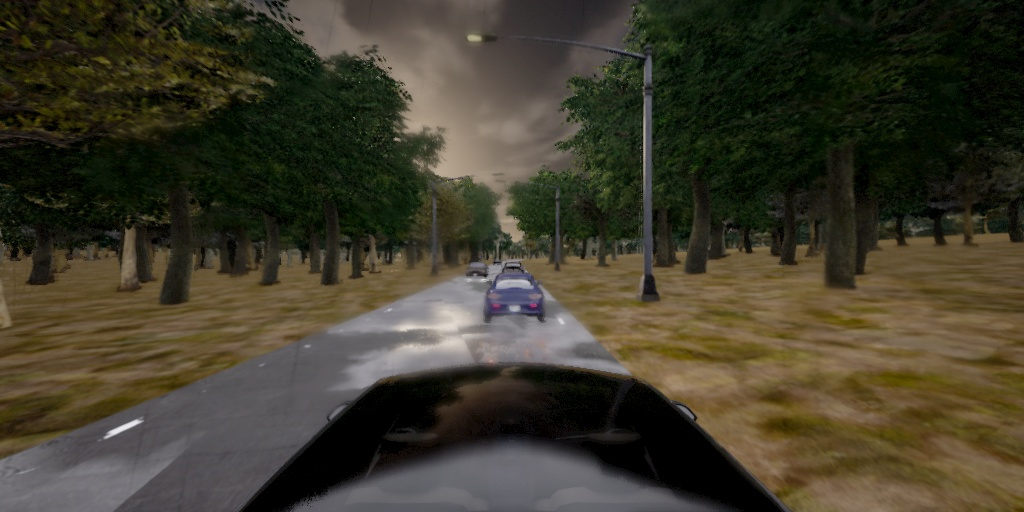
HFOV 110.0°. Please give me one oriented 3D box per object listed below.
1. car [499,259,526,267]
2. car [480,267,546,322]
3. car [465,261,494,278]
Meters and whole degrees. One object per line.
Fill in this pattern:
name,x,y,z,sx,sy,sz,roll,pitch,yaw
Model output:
car,0.096,1.227,30.042,1.837,1.490,4.892,0,0,0
car,0.093,1.261,12.066,1.812,1.442,4.674,0,0,0
car,-3.109,1.268,33.257,2.033,1.411,5.357,0,0,0
